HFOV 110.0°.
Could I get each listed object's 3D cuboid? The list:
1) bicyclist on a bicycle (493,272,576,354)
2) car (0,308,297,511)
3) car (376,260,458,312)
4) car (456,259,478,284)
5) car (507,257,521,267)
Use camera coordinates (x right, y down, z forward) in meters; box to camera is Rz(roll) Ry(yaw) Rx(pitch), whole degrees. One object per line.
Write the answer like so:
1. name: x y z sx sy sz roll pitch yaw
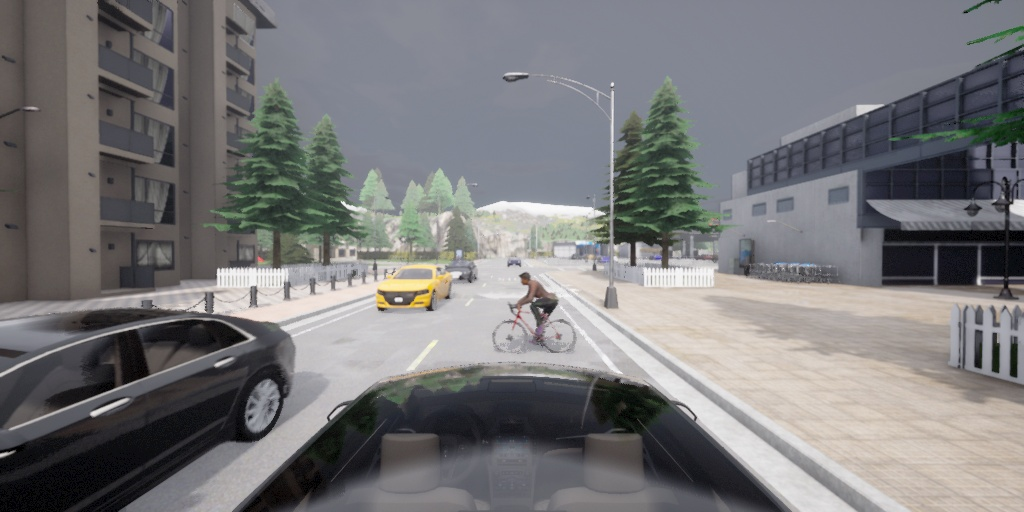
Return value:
1. bicyclist on a bicycle: 0.431 1.133 7.048 1.656 1.620 0.582 -1 1 0
2. car: -3.607 1.244 2.507 1.837 1.490 4.892 0 0 0
3. car: -3.541 1.085 13.749 1.882 1.535 5.008 0 0 0
4. car: -3.410 0.978 24.311 2.128 1.511 4.902 0 1 0
5. car: 0.313 0.802 49.129 1.895 1.301 4.718 0 1 0
